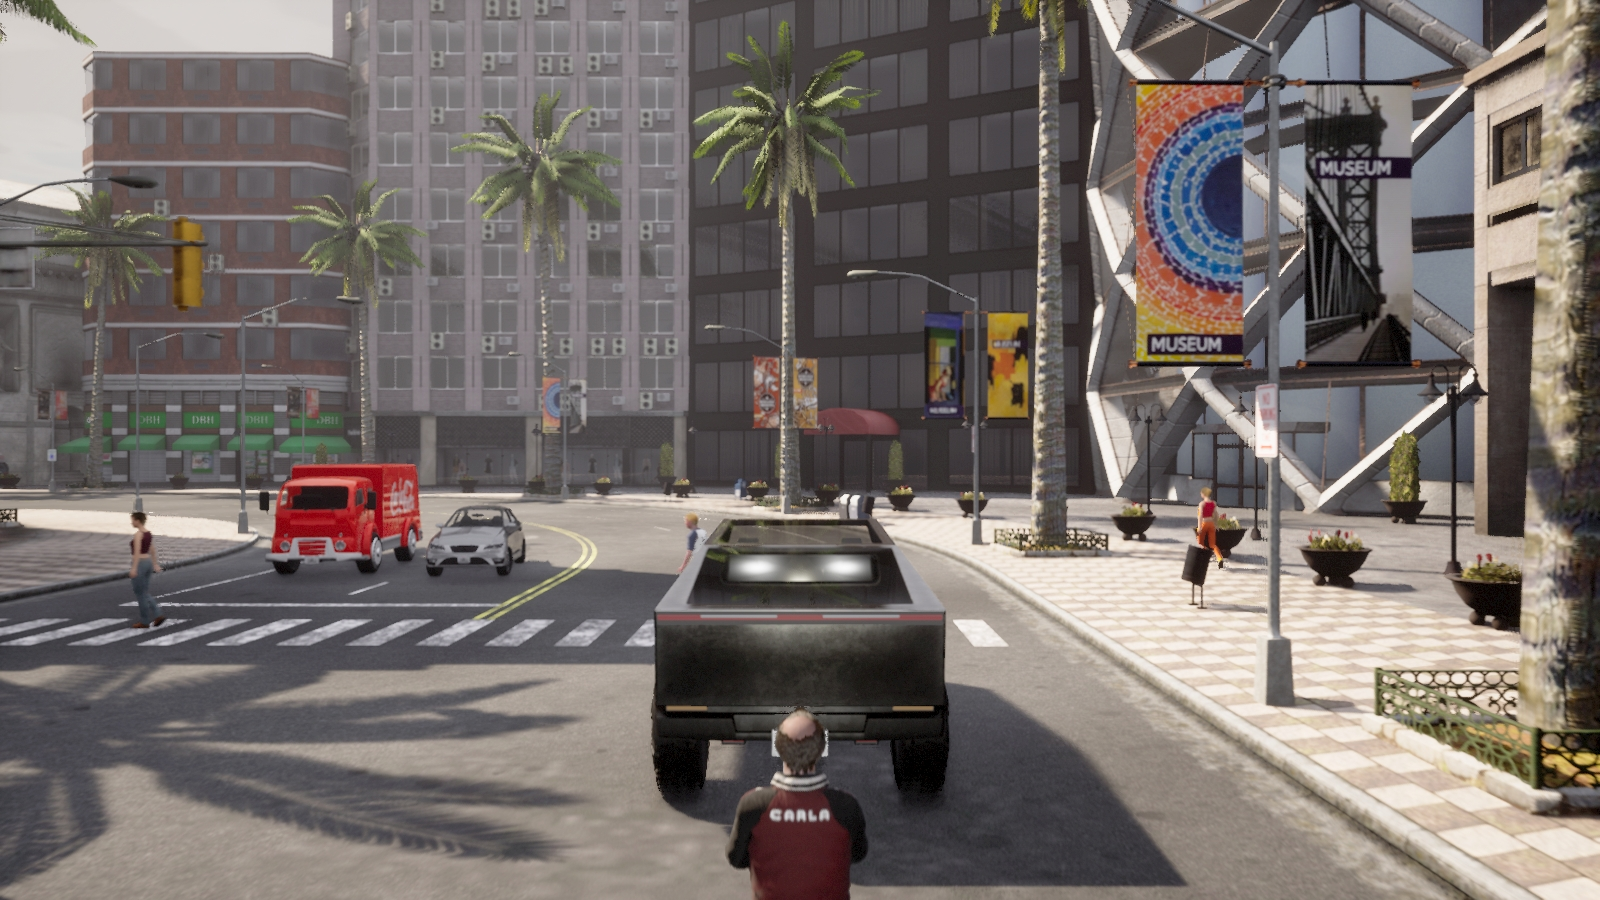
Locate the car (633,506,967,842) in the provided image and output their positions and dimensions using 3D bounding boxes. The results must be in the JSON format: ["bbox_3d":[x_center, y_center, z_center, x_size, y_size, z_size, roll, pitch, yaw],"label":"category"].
[{"bbox_3d":[0.001,1.753,11.301,2.390,2.098,6.274,0,0,0],"label":"car"}]

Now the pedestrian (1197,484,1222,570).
[{"bbox_3d":[9.024,1.695,25.201,0.375,1.860,0.375,0,0,-15],"label":"pedestrian"}]

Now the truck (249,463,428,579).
[{"bbox_3d":[-10.874,1.568,27.450,2.627,2.467,5.204,0,0,-6],"label":"truck"}]

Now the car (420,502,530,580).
[{"bbox_3d":[-7.512,2.066,26.789,1.816,1.474,4.193,0,0,-7],"label":"car"}]

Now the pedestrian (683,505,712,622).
[{"bbox_3d":[-1.682,1.849,18.718,0.375,1.860,0.375,0,0,11],"label":"pedestrian"}]

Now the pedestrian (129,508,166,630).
[{"bbox_3d":[-10.155,1.849,17.787,0.375,1.860,0.375,0,0,-2],"label":"pedestrian"}]

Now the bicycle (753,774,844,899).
[{"bbox_3d":[-0.006,2.210,4.790,0.329,1.171,1.835,0,0,0],"label":"bicycle"}]
